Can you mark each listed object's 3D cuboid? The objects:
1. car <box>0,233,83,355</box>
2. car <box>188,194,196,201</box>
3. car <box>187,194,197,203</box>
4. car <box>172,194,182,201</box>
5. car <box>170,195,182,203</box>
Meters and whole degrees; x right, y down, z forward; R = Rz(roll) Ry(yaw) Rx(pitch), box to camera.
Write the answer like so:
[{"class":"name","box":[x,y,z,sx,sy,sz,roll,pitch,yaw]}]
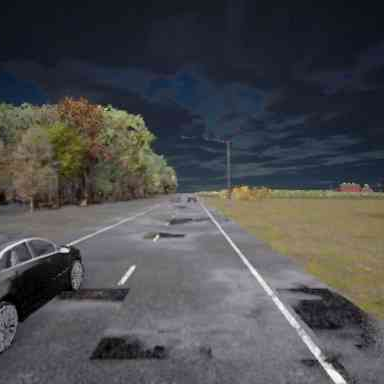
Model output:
[{"class":"car","box":[-3.499,1.495,6.032,2.128,1.511,4.902,0,0,0]},{"class":"car","box":[-0.023,1.332,80.455,1.882,1.535,5.008,0,0,0]},{"class":"car","box":[-0.019,1.479,70.032,1.837,1.490,4.892,0,0,0]},{"class":"car","box":[-3.522,1.381,80.455,2.128,1.511,4.902,0,0,0]},{"class":"car","box":[-3.519,1.506,70.030,2.128,1.511,4.902,0,0,0]}]
